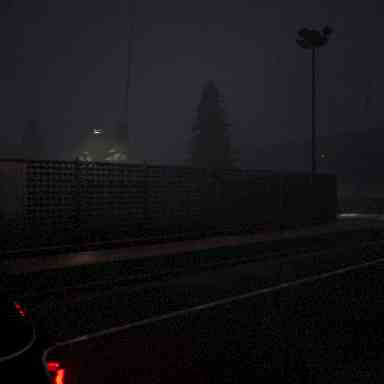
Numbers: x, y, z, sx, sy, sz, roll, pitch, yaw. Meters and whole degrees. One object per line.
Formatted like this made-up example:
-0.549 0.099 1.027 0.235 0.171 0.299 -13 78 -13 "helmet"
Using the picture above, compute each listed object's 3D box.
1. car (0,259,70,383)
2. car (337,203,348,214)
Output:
-3.075 1.361 1.797 4.553 1.767 2.097 0 0 -35 "car"
12.999 1.408 32.686 1.994 1.385 4.181 0 0 -35 "car"
